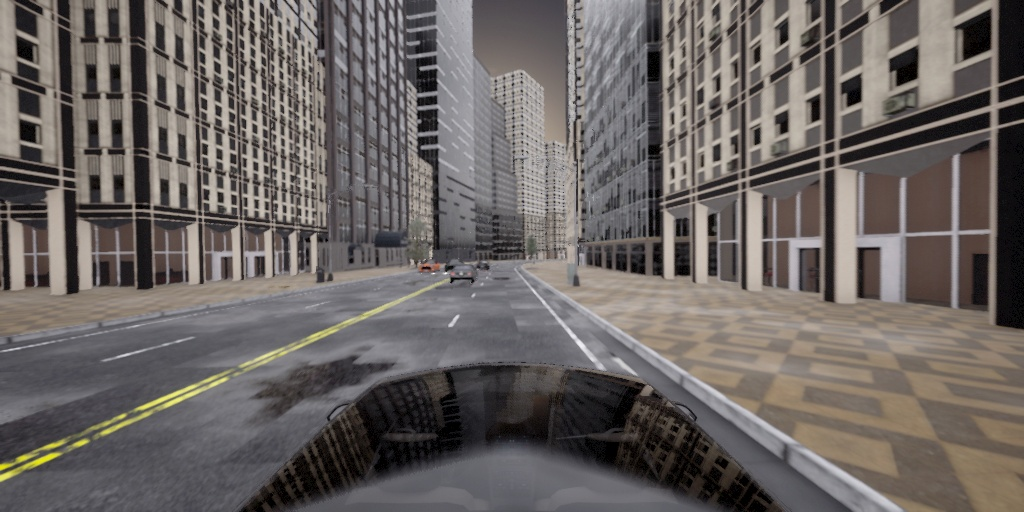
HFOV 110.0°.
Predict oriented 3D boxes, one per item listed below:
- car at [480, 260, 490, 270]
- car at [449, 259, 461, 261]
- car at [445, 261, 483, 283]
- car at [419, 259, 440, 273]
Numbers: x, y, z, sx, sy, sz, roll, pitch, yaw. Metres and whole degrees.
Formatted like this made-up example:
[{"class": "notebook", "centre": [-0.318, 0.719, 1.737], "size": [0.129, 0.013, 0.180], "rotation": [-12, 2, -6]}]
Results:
[{"class": "car", "centre": [-4.240, 1.324, 53.372], "size": [1.812, 1.442, 4.674], "rotation": [-1, 0, 0]}, {"class": "car", "centre": [-7.544, 1.193, 47.189], "size": [2.097, 1.767, 4.553], "rotation": [-1, 0, -1]}, {"class": "car", "centre": [-3.739, 1.339, 28.452], "size": [2.033, 1.411, 5.357], "rotation": [-1, 0, -1]}, {"class": "car", "centre": [-10.793, 1.242, 47.117], "size": [2.097, 1.767, 4.553], "rotation": [-1, 0, -1]}]
